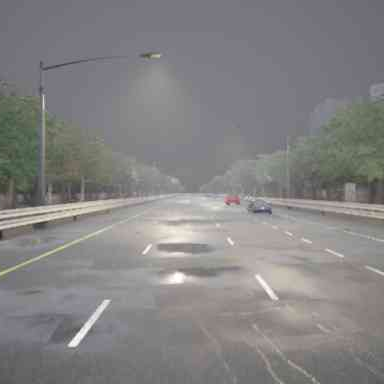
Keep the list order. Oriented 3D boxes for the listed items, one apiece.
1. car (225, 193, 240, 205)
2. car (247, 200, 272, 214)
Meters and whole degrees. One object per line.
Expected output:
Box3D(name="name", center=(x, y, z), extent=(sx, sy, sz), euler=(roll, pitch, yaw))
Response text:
Box3D(name="car", center=(7.010, 1.254, 58.310), extent=(2.150, 2.045, 5.566), euler=(0, 0, 0))
Box3D(name="car", center=(7.002, 1.569, 35.003), extent=(1.994, 1.385, 4.181), euler=(0, 0, 0))
